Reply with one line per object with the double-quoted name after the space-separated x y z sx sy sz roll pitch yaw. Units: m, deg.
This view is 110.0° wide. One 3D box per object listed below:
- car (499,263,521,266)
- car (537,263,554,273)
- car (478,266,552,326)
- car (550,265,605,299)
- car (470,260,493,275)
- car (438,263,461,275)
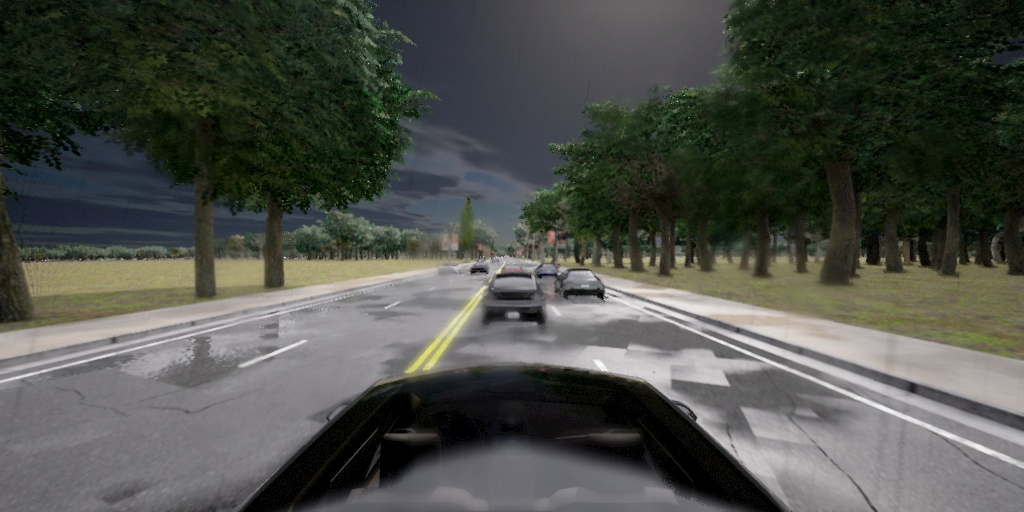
0.025 1.375 31.462 1.895 1.301 4.718 0 0 0 "car"
3.266 1.340 33.677 1.994 1.385 4.181 0 0 0 "car"
0.067 1.265 11.662 1.837 1.490 4.892 0 1 0 "car"
3.316 1.327 18.244 1.994 1.385 4.181 0 0 0 "car"
-3.446 1.381 38.779 1.895 1.301 4.718 0 0 0 "car"
-6.696 1.381 38.754 1.895 1.301 4.718 0 0 0 "car"
